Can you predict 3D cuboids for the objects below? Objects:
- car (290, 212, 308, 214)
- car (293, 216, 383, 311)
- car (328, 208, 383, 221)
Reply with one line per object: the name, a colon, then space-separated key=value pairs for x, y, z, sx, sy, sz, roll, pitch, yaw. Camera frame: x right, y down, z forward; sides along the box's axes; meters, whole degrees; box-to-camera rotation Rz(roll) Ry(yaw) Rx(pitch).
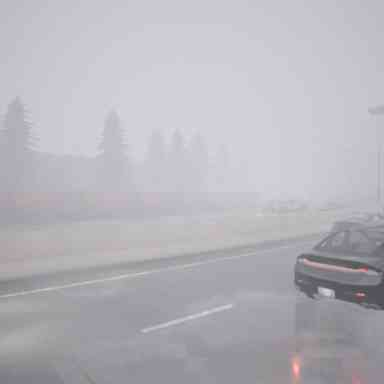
car: x=10.818 y=1.534 z=35.137 sx=2.097 sy=1.767 sz=4.553 roll=0 pitch=0 yaw=35
car: x=4.199 y=1.527 z=7.295 sx=4.902 sy=1.511 sz=2.128 roll=0 pitch=0 yaw=-39
car: x=8.166 y=1.601 z=15.629 sx=4.674 sy=1.442 sz=1.812 roll=0 pitch=0 yaw=-44
